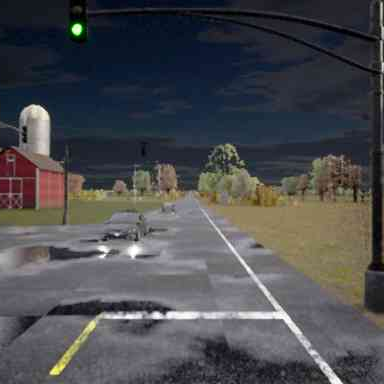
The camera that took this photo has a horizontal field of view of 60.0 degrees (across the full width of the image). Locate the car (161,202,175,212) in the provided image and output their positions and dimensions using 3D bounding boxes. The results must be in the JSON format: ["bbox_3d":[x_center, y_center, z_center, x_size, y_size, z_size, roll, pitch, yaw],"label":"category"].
[{"bbox_3d":[-3.496,2.222,48.999,1.812,1.442,4.674,0,-1,0],"label":"car"}]

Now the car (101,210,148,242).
[{"bbox_3d":[-3.494,1.775,17.957,1.837,1.490,4.892,0,0,0],"label":"car"}]
